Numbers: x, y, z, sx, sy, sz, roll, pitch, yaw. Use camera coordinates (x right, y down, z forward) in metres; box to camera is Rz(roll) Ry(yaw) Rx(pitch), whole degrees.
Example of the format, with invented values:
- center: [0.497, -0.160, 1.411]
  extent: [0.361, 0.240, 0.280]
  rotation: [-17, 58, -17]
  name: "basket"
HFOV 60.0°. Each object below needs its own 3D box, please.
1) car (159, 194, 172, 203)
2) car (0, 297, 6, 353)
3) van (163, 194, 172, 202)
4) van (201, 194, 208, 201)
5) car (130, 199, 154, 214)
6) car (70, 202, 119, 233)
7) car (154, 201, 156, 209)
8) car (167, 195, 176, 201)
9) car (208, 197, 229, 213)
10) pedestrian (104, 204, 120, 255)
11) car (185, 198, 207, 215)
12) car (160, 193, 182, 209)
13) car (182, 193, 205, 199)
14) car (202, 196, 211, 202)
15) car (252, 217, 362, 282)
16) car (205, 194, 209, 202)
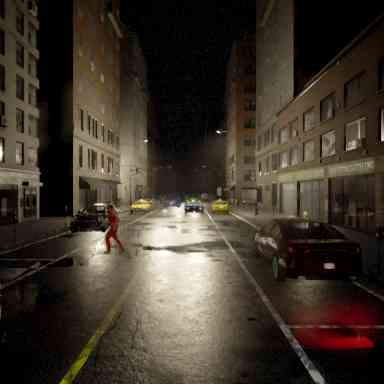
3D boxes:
- center: [-5.374, 1.328, 68.320]
  extent: [2.192, 1.841, 5.009]
  rotation: [0, 0, 0]
  name: "car"
- center: [-3.094, 1.491, 1.888]
  extent: [2.128, 1.511, 4.902]
  rotation: [0, 0, 0]
  name: "car"
- center: [-5.350, 1.358, 73.821]
  extent: [1.690, 1.788, 3.998]
  rotation: [0, 0, 0]
  name: "van"
- center: [3.223, 1.364, 84.787]
  extent: [1.690, 1.788, 3.998]
  rotation: [0, 0, 0]
  name: "van"
- center: [-5.515, 1.524, 35.851]
  extent: [1.752, 1.417, 4.829]
  rotation: [0, 0, 0]
  name: "car"
- center: [-5.587, 1.438, 19.444]
  extent: [1.967, 1.590, 4.097]
  rotation: [0, 0, 0]
  name: "car"
- center: [-5.490, 1.551, 41.546]
  extent: [2.008, 1.369, 4.403]
  rotation: [0, 0, 0]
  name: "car"
- center: [-5.302, 1.463, 84.824]
  extent: [1.967, 1.590, 4.097]
  rotation: [0, 0, 0]
  name: "car"
- center: [3.012, 1.524, 36.153]
  extent: [1.752, 1.417, 4.829]
  rotation: [0, 0, 0]
  name: "car"
- center: [-2.831, 1.294, 11.803]
  extent: [0.375, 1.860, 0.375]
  rotation: [0, 0, -10]
  name: "pedestrian"
- center: [0.229, 1.599, 34.050]
  extent: [1.895, 1.301, 4.718]
  rotation: [0, 0, 0]
  name: "car"
- center: [-2.797, 1.329, 47.056]
  extent: [2.150, 2.045, 5.566]
  rotation: [0, 0, 0]
  name: "car"
- center: [0.190, 1.223, 43.991]
  extent: [2.150, 2.045, 5.566]
  rotation: [0, 0, 0]
  name: "car"
- center: [3.176, 1.582, 73.784]
  extent: [1.947, 1.339, 4.313]
  rotation: [0, 0, 0]
  name: "car"
- center: [3.041, 1.477, 9.811]
  extent: [1.882, 1.535, 5.008]
  rotation: [0, 0, 0]
  name: "car"
- center: [3.152, 1.558, 68.282]
  extent: [1.887, 1.381, 4.507]
  rotation: [0, 0, 0]
  name: "car"
